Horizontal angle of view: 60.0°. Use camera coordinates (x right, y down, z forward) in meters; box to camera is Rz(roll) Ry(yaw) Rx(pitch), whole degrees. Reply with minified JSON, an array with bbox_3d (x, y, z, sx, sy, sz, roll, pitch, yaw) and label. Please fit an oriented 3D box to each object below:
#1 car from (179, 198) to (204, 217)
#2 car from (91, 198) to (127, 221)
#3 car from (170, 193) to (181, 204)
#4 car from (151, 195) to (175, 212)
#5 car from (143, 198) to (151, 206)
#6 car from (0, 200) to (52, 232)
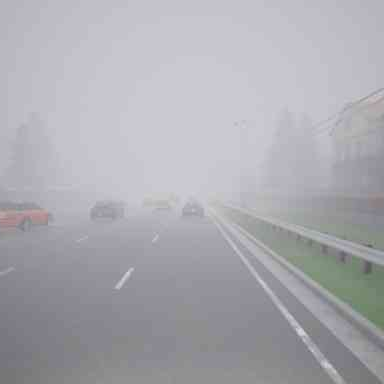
[{"bbox_3d":[0.081,1.582,31.444,1.994,1.385,4.181,0,0,0],"label":"car"},{"bbox_3d":[-6.917,1.507,27.549,2.128,1.511,4.902,0,0,0],"label":"car"},{"bbox_3d":[-3.438,1.256,65.167,2.150,2.045,5.566,0,0,0],"label":"car"},{"bbox_3d":[-3.424,1.500,39.876,1.882,1.535,5.008,0,0,0],"label":"car"},{"bbox_3d":[-6.931,1.595,55.023,1.994,1.385,4.181,0,0,0],"label":"car"},{"bbox_3d":[-10.412,1.362,20.500,2.097,1.767,4.553,0,0,0],"label":"car"}]
